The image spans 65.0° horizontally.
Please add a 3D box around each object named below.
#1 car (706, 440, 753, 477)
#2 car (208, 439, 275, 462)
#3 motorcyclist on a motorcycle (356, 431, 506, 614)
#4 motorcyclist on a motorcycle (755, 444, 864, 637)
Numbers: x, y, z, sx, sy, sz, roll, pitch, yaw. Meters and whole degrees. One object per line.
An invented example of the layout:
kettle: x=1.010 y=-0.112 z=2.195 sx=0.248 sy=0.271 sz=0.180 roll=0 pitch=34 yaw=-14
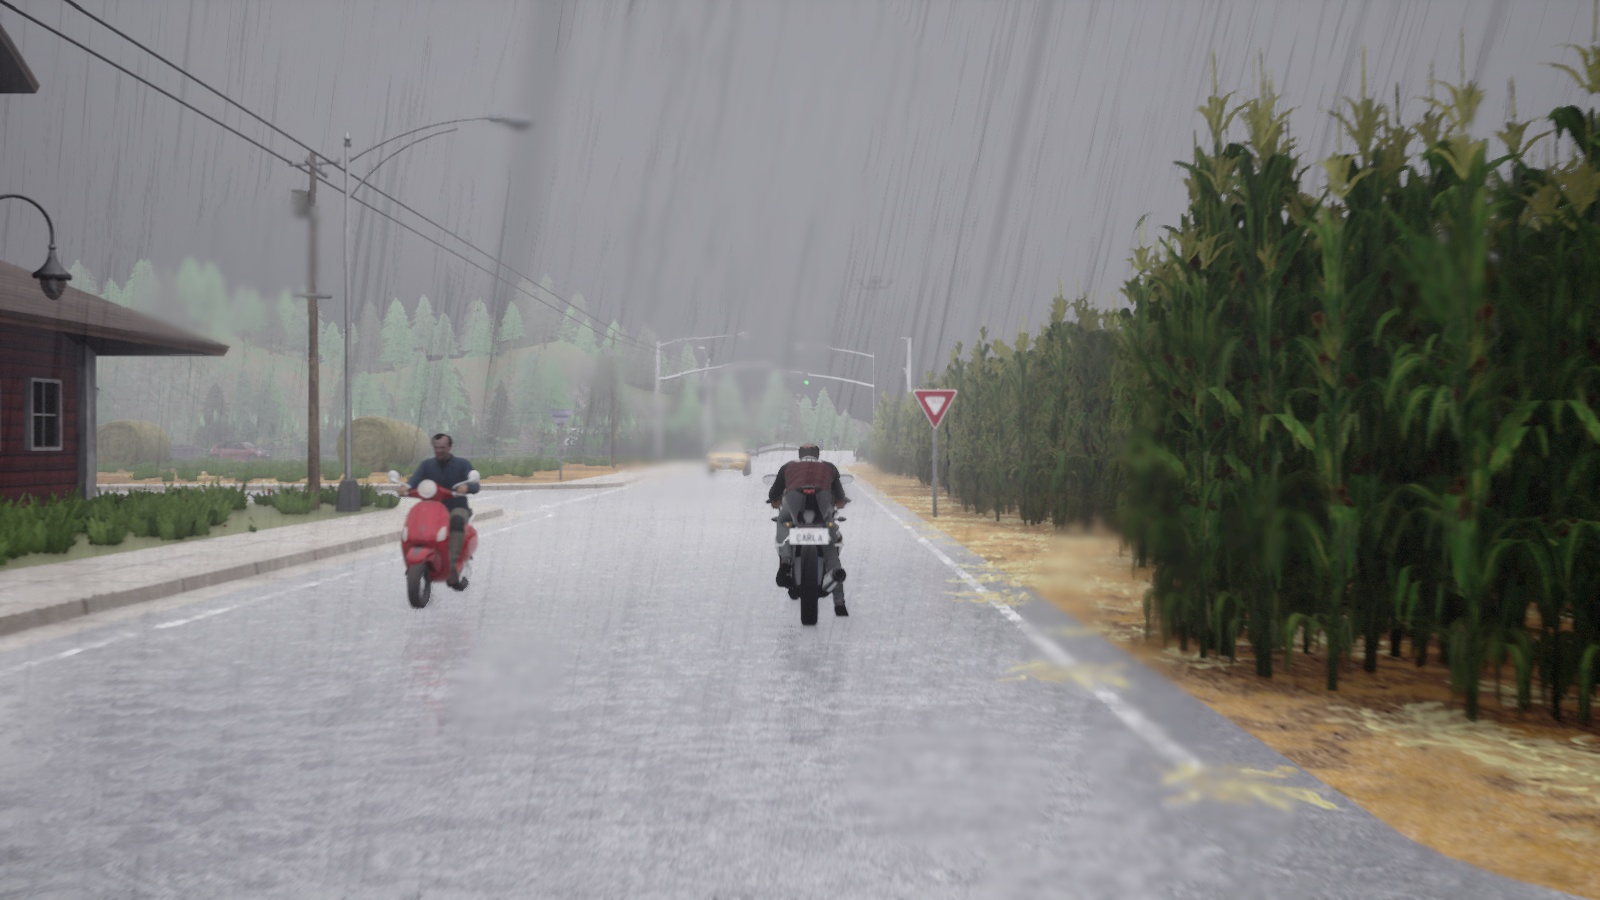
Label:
car: x=-3.159 y=0.352 z=57.375 sx=1.801 sy=1.575 sz=5.366 roll=0 pitch=0 yaw=0
car: x=-39.976 y=0.059 z=89.928 sx=3.988 sy=1.617 sz=1.851 roll=0 pitch=0 yaw=3
motorcyclist on a motorcycle: x=-3.417 y=0.629 z=11.821 sx=0.866 sy=1.590 sz=1.817 roll=0 pitch=0 yaw=0
motorcyclist on a motorcycle: x=0.078 y=0.718 z=11.091 sx=0.866 sy=1.530 sz=2.191 roll=0 pitch=0 yaw=0
